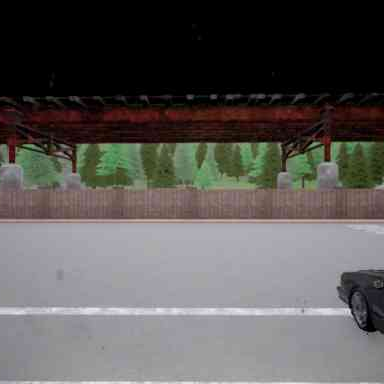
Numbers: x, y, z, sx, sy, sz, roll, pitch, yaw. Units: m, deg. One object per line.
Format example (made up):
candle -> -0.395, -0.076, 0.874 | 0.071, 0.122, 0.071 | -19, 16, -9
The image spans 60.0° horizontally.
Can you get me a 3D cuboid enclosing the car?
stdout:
car -> 3.607, 1.547, 3.757 | 2.033, 1.411, 5.357 | 0, 0, 0
